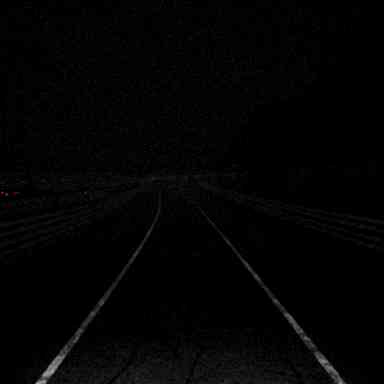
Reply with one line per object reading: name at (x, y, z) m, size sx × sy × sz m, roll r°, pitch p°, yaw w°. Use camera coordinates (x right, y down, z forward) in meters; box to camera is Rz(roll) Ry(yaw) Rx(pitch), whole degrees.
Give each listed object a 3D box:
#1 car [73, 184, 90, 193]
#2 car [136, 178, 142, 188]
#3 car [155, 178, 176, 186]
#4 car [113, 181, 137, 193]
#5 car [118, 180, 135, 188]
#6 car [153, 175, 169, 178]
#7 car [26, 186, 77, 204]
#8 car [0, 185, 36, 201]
car at (-18.463, -0.556, 54.260) m, size 1.994 × 1.385 × 4.181 m, roll 1°, pitch 4°, yaw 14°
car at (-11.729, -1.464, 66.993) m, size 1.812 × 1.442 × 4.674 m, roll 1°, pitch 4°, yaw 14°
car at (-5.945, -2.058, 75.864) m, size 2.033 × 1.411 × 5.357 m, roll 1°, pitch 4°, yaw 14°
car at (-11.187, -0.617, 54.531) m, size 1.994 × 1.385 × 4.181 m, roll 1°, pitch 4°, yaw 14°
car at (-14.174, -1.728, 71.712) m, size 1.994 × 1.385 × 4.181 m, roll 1°, pitch 4°, yaw 14°
car at (-8.874, -3.188, 93.279) m, size 1.812 × 1.442 × 4.674 m, roll 1°, pitch 4°, yaw 14°
car at (-15.487, 0.492, 37.034) m, size 2.128 × 1.511 × 4.902 m, roll 1°, pitch 4°, yaw 14°
car at (-18.879, 0.180, 37.886) m, size 2.150 × 2.045 × 5.566 m, roll 1°, pitch 4°, yaw 14°
